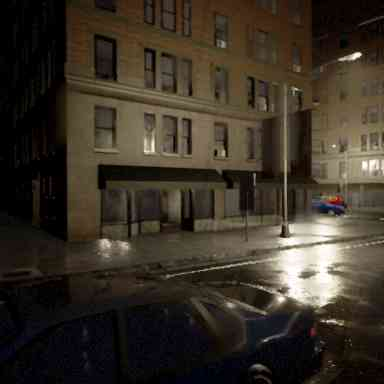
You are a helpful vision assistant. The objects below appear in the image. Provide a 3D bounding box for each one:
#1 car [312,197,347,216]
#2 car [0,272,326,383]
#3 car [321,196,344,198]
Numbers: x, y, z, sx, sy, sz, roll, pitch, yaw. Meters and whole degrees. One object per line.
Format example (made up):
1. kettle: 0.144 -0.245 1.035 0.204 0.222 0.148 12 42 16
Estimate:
1. car: 13.347 1.627 34.659 1.882 1.535 5.008 0 1 -44
2. car: -1.041 1.554 2.942 5.357 1.411 2.033 1 0 -35
3. car: 16.042 1.416 40.191 2.192 1.841 5.009 0 0 -44
